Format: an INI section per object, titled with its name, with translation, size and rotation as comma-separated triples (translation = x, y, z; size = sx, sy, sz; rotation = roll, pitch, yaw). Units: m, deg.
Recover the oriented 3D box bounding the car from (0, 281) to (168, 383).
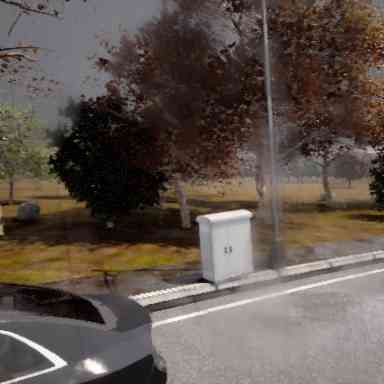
[car]
translation = -2.490, 1.495, 2.031
size = 4.892, 1.490, 1.837
rotation = 0, 0, -35
